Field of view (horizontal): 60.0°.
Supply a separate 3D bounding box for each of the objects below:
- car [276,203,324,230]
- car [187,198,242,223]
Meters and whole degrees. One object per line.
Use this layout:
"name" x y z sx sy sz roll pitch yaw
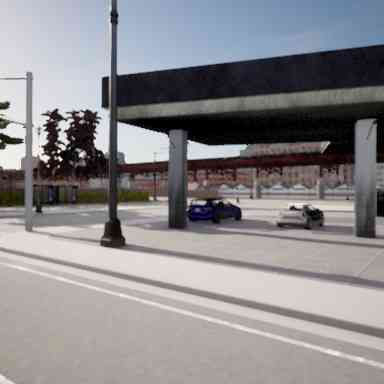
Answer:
"car" 6.743 1.414 20.483 1.970 1.475 3.806 0 0 37
"car" 1.669 1.216 23.281 2.242 1.667 4.611 0 0 37
